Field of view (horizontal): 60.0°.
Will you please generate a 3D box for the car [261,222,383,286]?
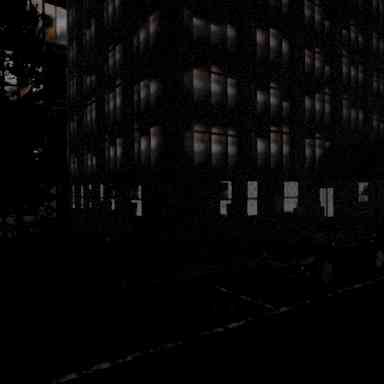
[{"bbox_3d":[3.807,1.547,9.308,4.403,1.369,2.008,0,-1,-36],"label":"car"}]
